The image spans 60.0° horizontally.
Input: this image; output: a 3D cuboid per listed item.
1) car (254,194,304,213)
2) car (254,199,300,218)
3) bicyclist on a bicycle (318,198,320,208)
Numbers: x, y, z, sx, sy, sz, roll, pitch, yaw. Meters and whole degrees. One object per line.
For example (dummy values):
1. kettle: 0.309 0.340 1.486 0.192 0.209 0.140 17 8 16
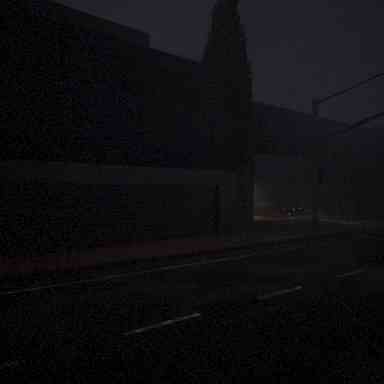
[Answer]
1. car: 8.714 1.220 34.181 2.150 2.045 5.566 0 0 -36
2. car: 7.095 1.601 30.495 1.895 1.301 4.718 0 0 -37
3. bicyclist on a bicycle: 16.238 1.303 43.289 1.656 1.620 0.582 0 0 -37
